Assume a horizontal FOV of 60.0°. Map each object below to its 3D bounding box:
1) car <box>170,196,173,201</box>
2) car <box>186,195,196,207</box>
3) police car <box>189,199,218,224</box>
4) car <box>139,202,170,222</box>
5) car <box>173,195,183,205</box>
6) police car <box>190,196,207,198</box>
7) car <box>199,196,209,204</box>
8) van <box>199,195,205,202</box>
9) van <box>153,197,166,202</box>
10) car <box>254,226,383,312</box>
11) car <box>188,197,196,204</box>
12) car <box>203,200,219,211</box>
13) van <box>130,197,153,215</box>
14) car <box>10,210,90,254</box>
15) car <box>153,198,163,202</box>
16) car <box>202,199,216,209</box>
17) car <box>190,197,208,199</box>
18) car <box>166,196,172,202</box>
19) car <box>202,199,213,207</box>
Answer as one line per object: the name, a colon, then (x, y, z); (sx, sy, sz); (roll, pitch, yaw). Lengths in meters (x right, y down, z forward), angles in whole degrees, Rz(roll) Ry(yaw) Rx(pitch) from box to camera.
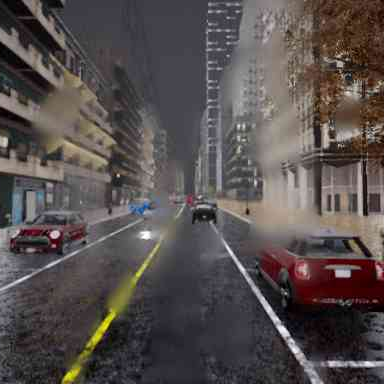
car: (-5.653, 2.028, 70.710); (1.802, 1.307, 4.206); (1, 0, 0)
car: (0.020, 1.619, 61.902); (2.150, 2.045, 5.566); (0, 0, 0)
police car: (0.908, 1.612, 26.531); (1.930, 1.638, 5.238); (0, 0, 0)
car: (-3.088, 1.803, 28.990); (1.895, 1.301, 4.718); (0, 0, 0)
car: (-2.977, 1.988, 71.109); (1.994, 1.385, 4.181); (0, 0, 0)
police car: (0.914, 1.712, 42.534); (1.930, 1.638, 5.238); (0, 0, 0)
car: (2.734, 1.790, 76.291); (2.192, 1.841, 5.009); (1, 0, 0)
van: (2.749, 1.902, 93.384); (1.690, 1.788, 3.998); (1, 0, 0)
van: (-5.654, 1.694, 53.617); (1.690, 1.788, 3.998); (1, 0, 0)
car: (2.707, 1.501, 7.911); (1.967, 1.590, 4.097); (1, 0, 0)
car: (0.025, 1.883, 76.874); (1.837, 1.490, 4.892); (0, 0, 0)
car: (2.720, 1.870, 47.799); (2.008, 1.369, 4.403); (1, 0, 0)
van: (-5.660, 1.591, 36.519); (1.690, 1.788, 3.998); (1, 0, 0)
car: (-5.670, 1.542, 13.722); (1.967, 1.590, 4.097); (1, 0, 0)
car: (-5.661, 1.886, 47.919); (1.947, 1.339, 4.313); (1, 0, 0)
car: (2.722, 1.903, 53.496); (2.008, 1.369, 4.403); (1, 0, 0)
car: (0.912, 1.706, 36.613); (1.801, 1.575, 5.366); (0, 0, 0)
car: (-5.654, 1.967, 65.013); (2.008, 1.369, 4.403); (1, 0, 0)
car: (2.724, 1.929, 59.194); (1.887, 1.381, 4.507); (1, 0, 0)
